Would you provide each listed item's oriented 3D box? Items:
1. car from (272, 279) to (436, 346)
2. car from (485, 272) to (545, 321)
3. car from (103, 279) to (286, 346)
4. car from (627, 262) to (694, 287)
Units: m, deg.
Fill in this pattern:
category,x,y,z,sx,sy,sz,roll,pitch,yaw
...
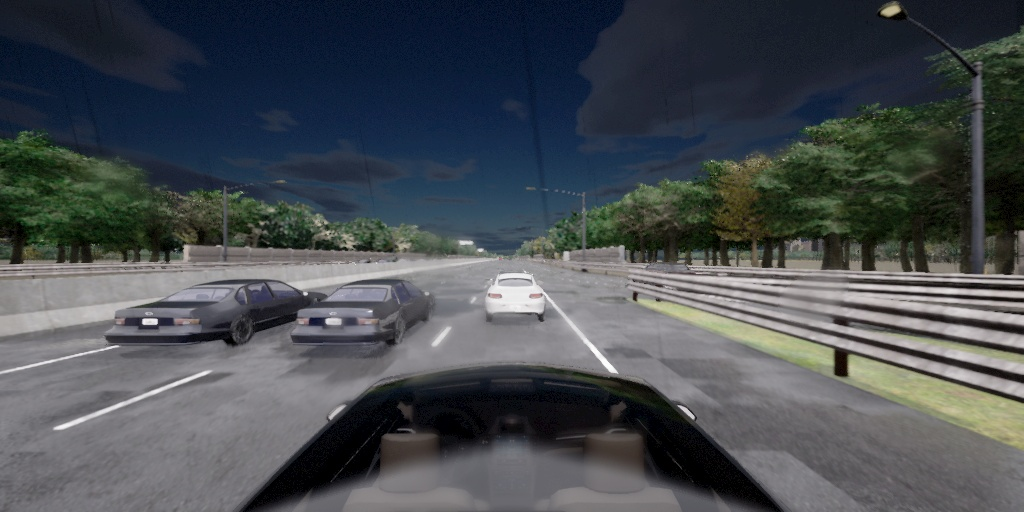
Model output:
category,x,y,z,sx,sy,sz,roll,pitch,yaw
car,-3.399,1.303,9.344,2.033,1.411,5.357,0,0,0
car,0.102,1.286,12.399,1.812,1.442,4.674,0,0,0
car,-6.898,1.303,9.339,2.033,1.411,5.357,0,0,0
car,9.775,1.212,23.766,2.097,1.767,4.553,0,0,-24
